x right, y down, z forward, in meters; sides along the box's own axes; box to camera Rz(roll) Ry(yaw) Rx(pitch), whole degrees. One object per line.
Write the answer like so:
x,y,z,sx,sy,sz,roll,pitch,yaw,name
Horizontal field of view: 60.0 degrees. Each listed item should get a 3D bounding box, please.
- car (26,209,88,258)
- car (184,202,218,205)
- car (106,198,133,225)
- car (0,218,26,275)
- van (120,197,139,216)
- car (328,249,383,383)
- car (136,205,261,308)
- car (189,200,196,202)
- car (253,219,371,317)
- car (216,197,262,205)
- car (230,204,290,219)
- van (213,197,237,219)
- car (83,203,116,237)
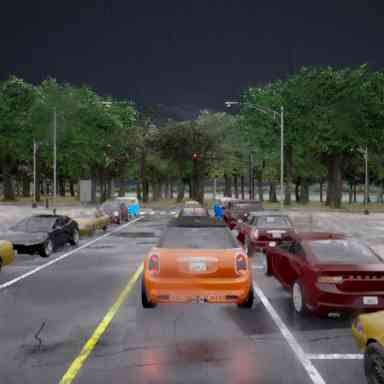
-5.752,1.564,12.824,1.947,1.339,4.313,0,0,0,car
0.114,1.490,17.265,2.128,1.511,4.902,0,0,0,car
-5.742,1.439,23.699,1.967,1.590,4.097,0,0,0,car
-5.758,1.524,7.217,1.752,1.417,4.829,0,0,0,car
-5.737,1.340,29.137,1.690,1.788,3.998,0,0,0,van
2.763,1.525,2.110,1.752,1.417,4.829,0,0,0,car
0.107,1.351,8.051,2.097,1.767,4.553,0,0,0,car
0.023,1.455,27.209,1.801,1.575,5.366,0,0,1,car
2.768,1.544,7.378,1.887,1.381,4.507,0,0,0,car
2.778,1.313,18.253,2.192,1.841,5.009,0,0,0,car
2.773,1.438,12.815,1.967,1.590,4.097,0,0,0,car
2.789,1.340,29.128,1.690,1.788,3.998,0,0,0,van
-5.747,1.524,18.092,1.752,1.417,4.829,0,0,0,car
